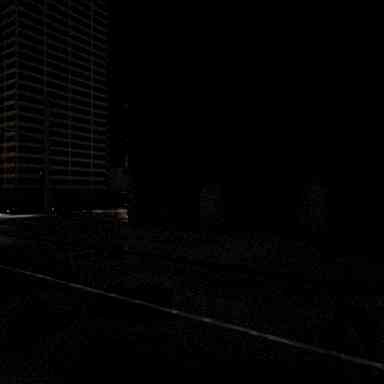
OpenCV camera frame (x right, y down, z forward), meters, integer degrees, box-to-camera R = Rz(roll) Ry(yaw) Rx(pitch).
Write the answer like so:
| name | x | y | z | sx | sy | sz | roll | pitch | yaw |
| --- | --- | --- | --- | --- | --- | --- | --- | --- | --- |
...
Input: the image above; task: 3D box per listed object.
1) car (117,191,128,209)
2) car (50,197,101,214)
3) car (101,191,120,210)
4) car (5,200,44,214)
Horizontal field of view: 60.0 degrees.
| name | x | y | z | sx | sy | sz | roll | pitch | yaw |
| --- | --- | --- | --- | --- | --- | --- | --- | --- | --- |
| car | -6.788 | 1.221 | 44.370 | 2.150 | 2.045 | 5.566 | 0 | 0 | 36 |
| car | -12.750 | 1.491 | 35.888 | 2.128 | 1.511 | 4.902 | 0 | 0 | 35 |
| car | -10.936 | 1.221 | 44.562 | 2.150 | 2.045 | 5.566 | 0 | 0 | 35 |
| car | -17.062 | 1.547 | 35.839 | 2.033 | 1.411 | 5.357 | 0 | 0 | 35 |
